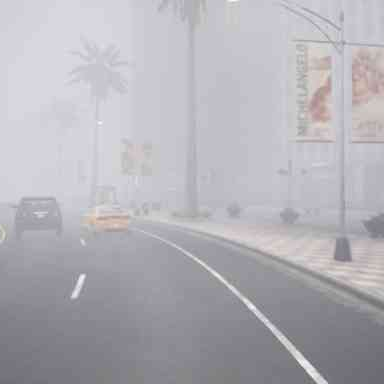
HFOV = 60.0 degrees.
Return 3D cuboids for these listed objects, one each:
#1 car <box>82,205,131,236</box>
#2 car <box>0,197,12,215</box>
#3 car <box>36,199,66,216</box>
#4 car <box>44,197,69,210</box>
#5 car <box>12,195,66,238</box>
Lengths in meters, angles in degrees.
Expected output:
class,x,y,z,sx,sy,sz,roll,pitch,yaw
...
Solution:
class,x,y,z,sx,sy,sz,roll,pitch,yaw
car,-4.853,1.478,18.571,1.882,1.535,5.008,0,0,-26
car,-19.163,1.566,34.835,1.837,1.490,4.892,0,0,-34
car,-14.643,1.512,34.359,1.882,1.535,5.008,0,0,-34
car,-18.869,1.523,46.062,2.231,1.521,4.892,0,0,-34
car,-8.523,1.244,18.266,2.150,2.045,5.566,0,0,-29
